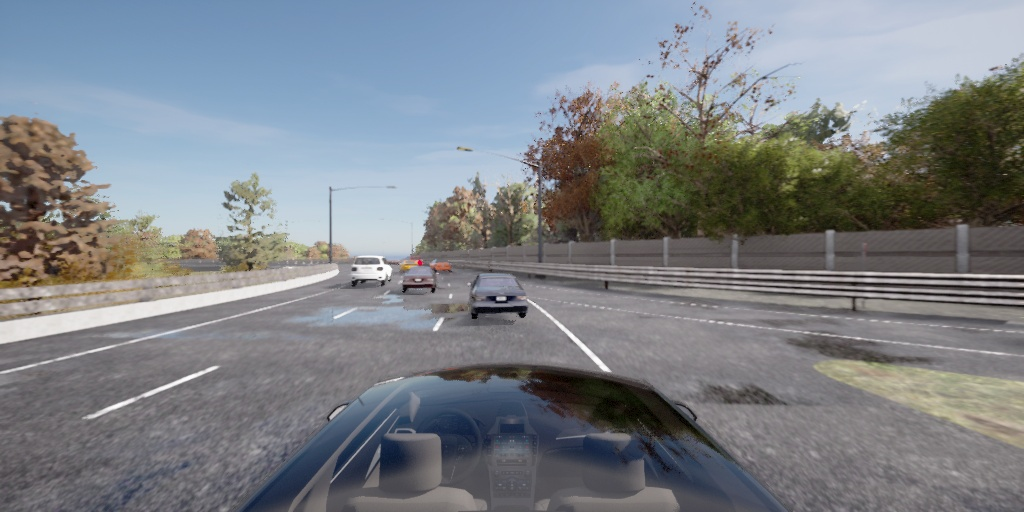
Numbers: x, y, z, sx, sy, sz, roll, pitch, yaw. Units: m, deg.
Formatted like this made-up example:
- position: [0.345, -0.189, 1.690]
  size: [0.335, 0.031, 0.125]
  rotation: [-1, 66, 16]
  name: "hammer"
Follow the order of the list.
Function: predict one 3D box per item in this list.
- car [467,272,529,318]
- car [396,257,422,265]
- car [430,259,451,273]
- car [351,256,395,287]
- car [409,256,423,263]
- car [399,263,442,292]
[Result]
- position: [-0.617, 1.300, 13.049]
  size: [2.033, 1.411, 5.357]
  rotation: [0, 0, -7]
  name: "car"
- position: [-13.273, 1.279, 46.036]
  size: [1.882, 1.535, 5.008]
  rotation: [0, 0, -24]
  name: "car"
- position: [-9.042, 1.138, 44.771]
  size: [2.097, 1.767, 4.553]
  rotation: [0, 0, -22]
  name: "car"
- position: [-9.923, 1.010, 25.601]
  size: [2.150, 2.045, 5.566]
  rotation: [0, 0, -13]
  name: "car"
- position: [-16.599, 1.036, 59.888]
  size: [2.150, 2.045, 5.566]
  rotation: [0, 0, -31]
  name: "car"
- position: [-5.443, 1.319, 21.472]
  size: [2.033, 1.411, 5.357]
  rotation: [0, 0, -11]
  name: "car"
